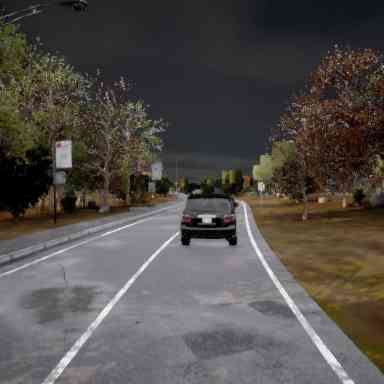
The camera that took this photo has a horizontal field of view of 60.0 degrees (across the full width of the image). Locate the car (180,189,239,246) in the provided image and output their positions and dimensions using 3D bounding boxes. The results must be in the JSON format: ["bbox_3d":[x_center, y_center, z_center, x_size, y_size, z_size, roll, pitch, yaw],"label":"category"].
[{"bbox_3d":[0.836,1.063,14.486,2.150,2.045,5.566,0,1,6],"label":"car"}]

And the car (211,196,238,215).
[{"bbox_3d":[2.946,1.117,29.287,2.033,1.411,5.357,-1,1,9],"label":"car"}]

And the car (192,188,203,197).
[{"bbox_3d":[1.236,0.091,76.375,2.097,1.767,4.553,0,1,-7],"label":"car"}]
